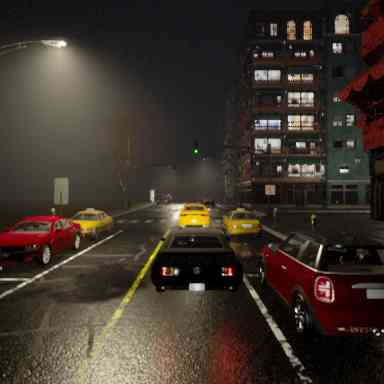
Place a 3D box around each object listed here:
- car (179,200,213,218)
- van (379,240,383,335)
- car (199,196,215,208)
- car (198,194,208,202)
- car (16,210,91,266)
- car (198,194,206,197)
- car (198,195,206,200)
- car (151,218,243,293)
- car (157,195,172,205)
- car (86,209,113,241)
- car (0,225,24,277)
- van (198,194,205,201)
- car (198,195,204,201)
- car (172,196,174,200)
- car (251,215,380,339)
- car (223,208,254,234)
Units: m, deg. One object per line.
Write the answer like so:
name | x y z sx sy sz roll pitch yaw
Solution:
car | 0.180 1.515 21.471 1.882 1.535 5.008 0 0 1
van | 2.576 1.343 1.038 1.690 1.788 3.998 1 0 0
car | 2.575 1.640 50.186 2.008 1.369 4.403 1 0 0
car | 2.579 1.455 78.492 2.192 1.841 5.009 1 0 0
car | -5.306 1.565 11.709 1.887 1.381 4.507 1 0 0
car | 2.576 1.696 72.830 1.947 1.339 4.313 1 0 0
car | 2.575 1.691 61.508 1.802 1.307 4.206 1 0 0
car | 0.101 1.617 8.874 1.895 1.301 4.718 0 0 0
car | -5.304 1.548 61.032 1.967 1.590 4.097 1 0 0
car | -5.306 1.555 17.075 1.752 1.417 4.829 1 0 0
car | -5.306 1.562 6.173 2.008 1.369 4.403 1 0 0
van | 2.579 1.503 89.814 1.690 1.788 3.998 1 0 0
car | 2.577 1.698 95.645 1.752 1.417 4.829 1 0 0
car | -5.302 1.434 66.686 2.192 1.841 5.009 1 0 0
car | 2.575 1.452 6.583 1.967 1.590 4.097 1 0 0
car | 2.575 1.556 17.842 1.752 1.417 4.829 1 0 0
